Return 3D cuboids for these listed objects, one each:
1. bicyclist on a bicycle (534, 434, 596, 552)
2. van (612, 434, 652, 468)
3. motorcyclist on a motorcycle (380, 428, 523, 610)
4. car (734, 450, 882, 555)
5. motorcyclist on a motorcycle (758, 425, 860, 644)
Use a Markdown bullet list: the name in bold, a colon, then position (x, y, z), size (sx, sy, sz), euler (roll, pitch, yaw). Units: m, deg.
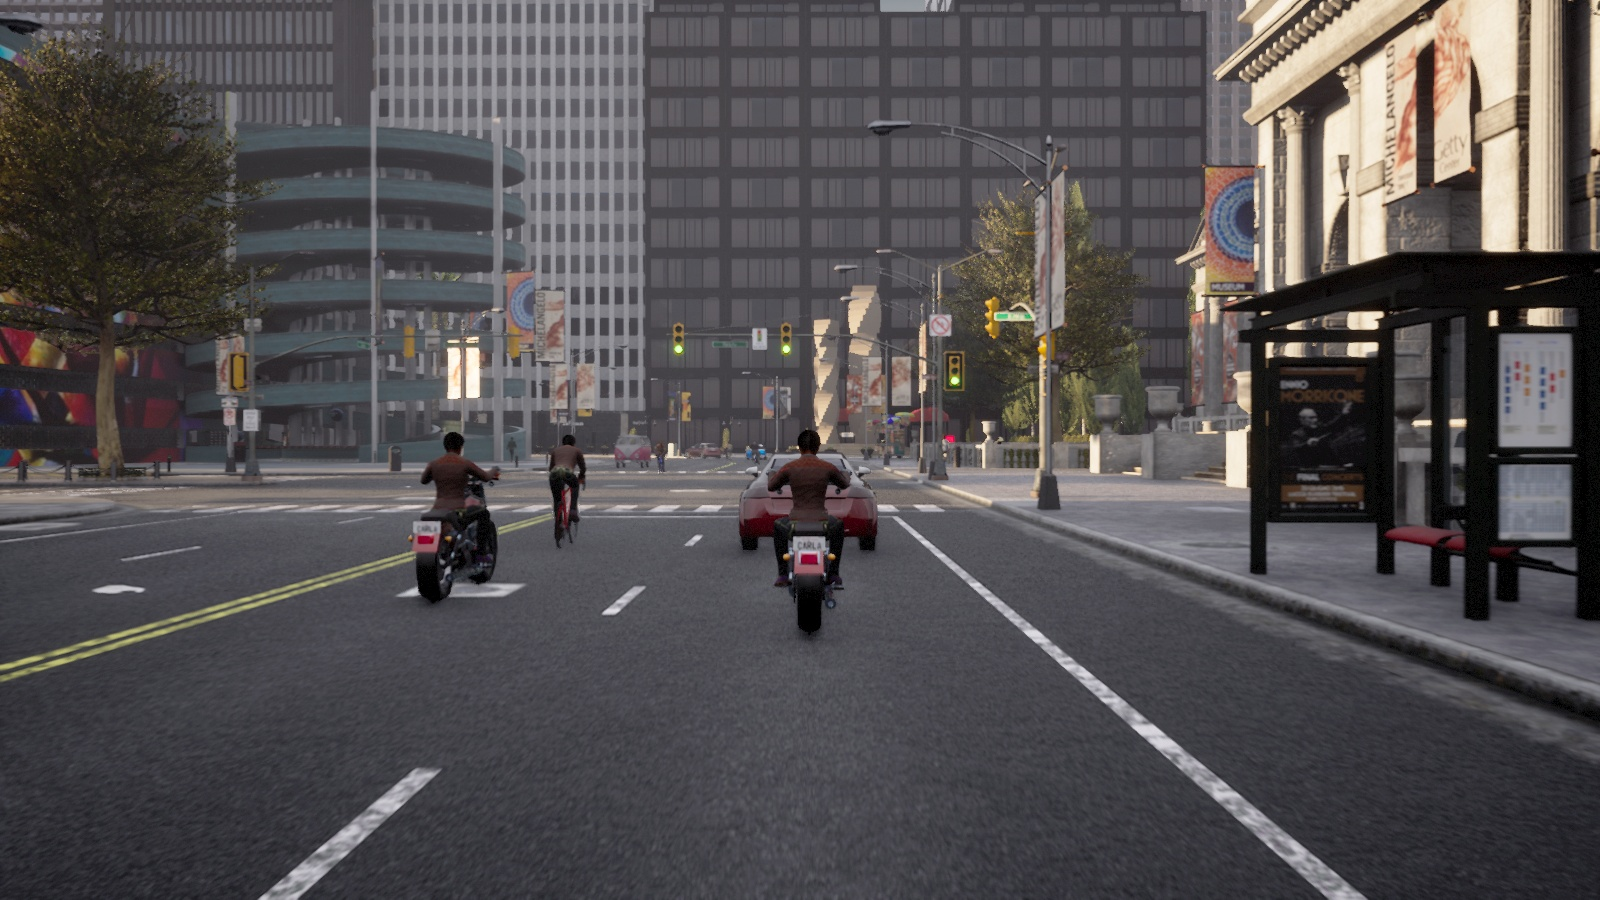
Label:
- **bicyclist on a bicycle**: position (-3.381, 0.594, 18.164), size (0.582, 1.620, 1.656), euler (0, 0, 0)
- **van**: position (-10.058, 0.066, 75.476), size (1.775, 1.987, 4.442), euler (0, 0, 0)
- **motorcyclist on a motorcycle**: position (-3.413, 0.623, 12.545), size (0.766, 1.649, 2.350), euler (0, 0, 0)
- **car**: position (0.123, 0.703, 18.974), size (1.994, 1.385, 4.181), euler (0, 0, 0)
- **motorcyclist on a motorcycle**: position (0.076, 0.637, 10.674), size (0.766, 1.649, 2.350), euler (0, 0, 0)
